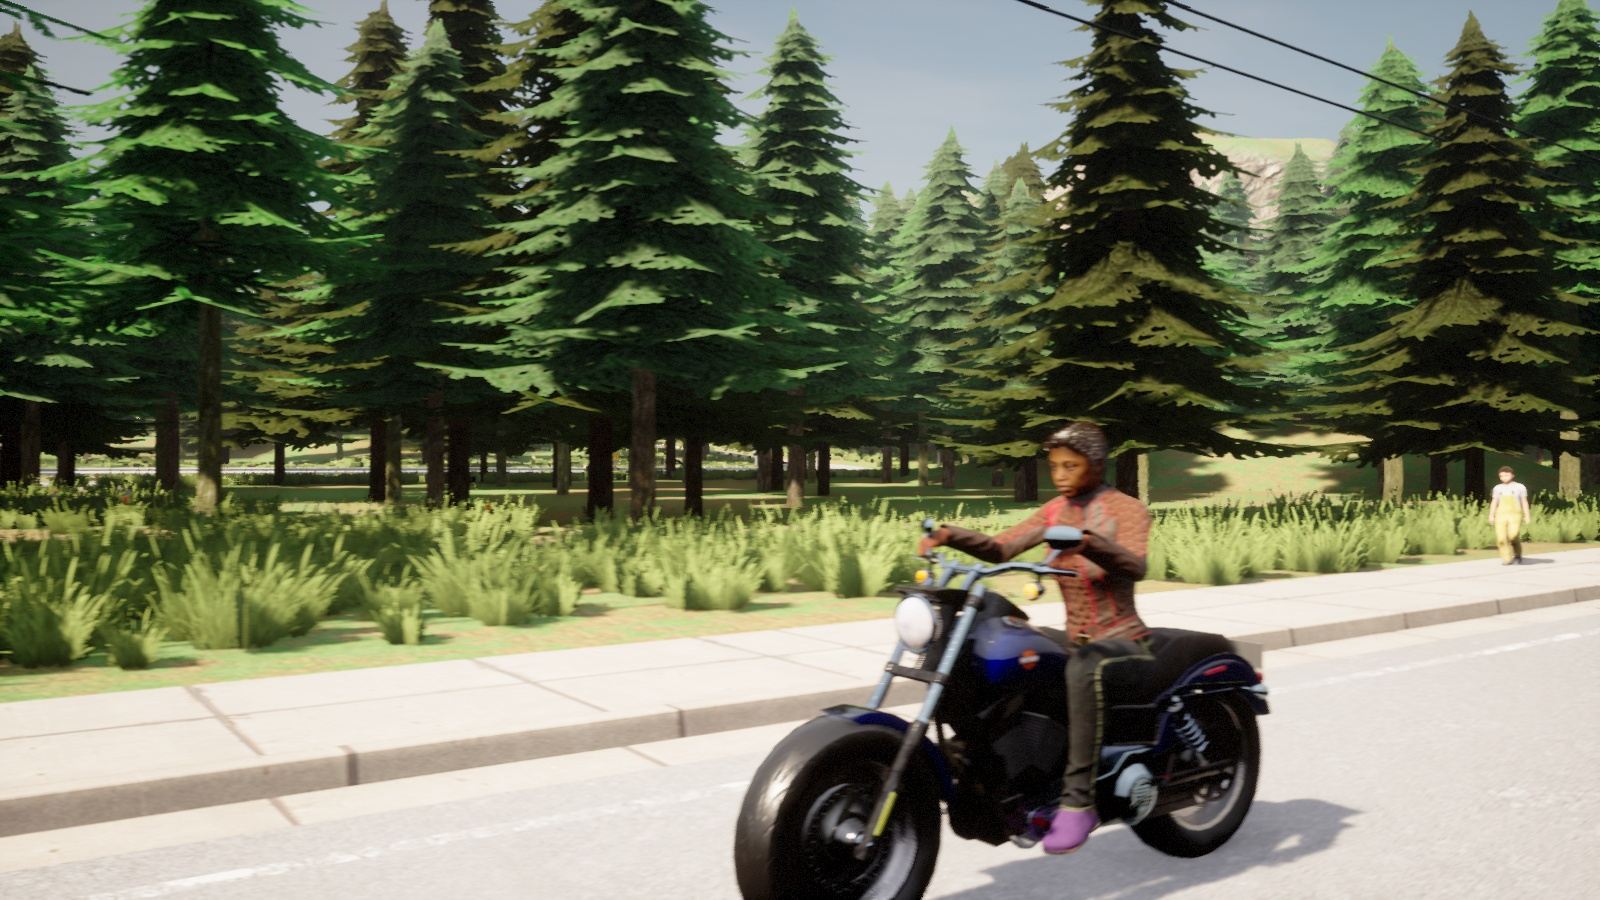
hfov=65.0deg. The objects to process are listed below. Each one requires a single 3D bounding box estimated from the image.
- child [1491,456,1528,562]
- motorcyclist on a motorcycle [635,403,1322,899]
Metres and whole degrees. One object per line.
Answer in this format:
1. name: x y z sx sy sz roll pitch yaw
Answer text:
1. child: 8.615 0.704 15.245 0.437 1.263 0.270 0 0 -45
2. motorcyclist on a motorcycle: 0.688 0.704 4.150 2.350 1.649 0.766 0 0 -35
